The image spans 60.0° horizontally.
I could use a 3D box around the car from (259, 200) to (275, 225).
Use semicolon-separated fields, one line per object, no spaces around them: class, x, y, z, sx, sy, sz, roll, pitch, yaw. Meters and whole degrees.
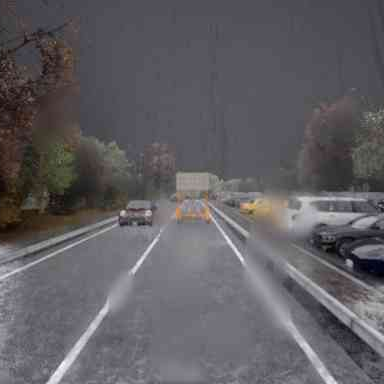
car;6.902;1.427;20.340;4.892;1.521;2.231;0;1;0

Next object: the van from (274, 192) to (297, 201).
van;20.536;0.998;72.949;4.442;1.987;1.878;0;0;0

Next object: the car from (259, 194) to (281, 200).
car;20.351;1.315;86.655;5.366;1.575;1.946;0;-1;0

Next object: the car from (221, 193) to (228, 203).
car;7.100;1.301;48.089;4.792;1.488;2.163;0;0;0

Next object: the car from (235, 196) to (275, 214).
car;6.781;1.338;28.789;5.366;1.575;1.946;0;1;0

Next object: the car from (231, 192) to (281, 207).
car;7.067;1.167;36.987;4.553;1.767;2.185;0;0;0

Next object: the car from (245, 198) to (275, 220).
car;6.733;1.394;23.117;5.366;1.575;1.946;0;1;0

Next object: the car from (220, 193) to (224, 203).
car;7.124;1.297;50.865;4.792;1.488;2.163;0;0;0

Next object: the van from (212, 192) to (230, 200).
van;7.317;1.062;84.162;4.442;1.987;1.878;0;-1;0

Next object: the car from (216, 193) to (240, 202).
car;7.262;1.115;67.522;4.553;1.767;2.185;0;0;0

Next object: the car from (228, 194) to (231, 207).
car;7.089;1.315;39.760;4.792;1.488;2.163;0;0;0

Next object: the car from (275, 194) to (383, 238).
car;6.877;1.232;14.784;5.566;2.045;2.435;0;1;0

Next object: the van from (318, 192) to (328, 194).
van;20.068;1.043;45.125;4.442;1.987;1.878;0;0;0

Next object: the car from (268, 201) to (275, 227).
car;7.057;1.451;17.562;5.366;1.575;1.946;0;1;0

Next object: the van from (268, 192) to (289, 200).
van;20.350;0.990;78.499;4.442;1.987;1.878;0;0;0

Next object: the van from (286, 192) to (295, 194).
van;20.443;1.016;61.869;4.442;1.987;1.878;0;0;0

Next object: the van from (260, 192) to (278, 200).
van;20.676;1.132;89.427;4.442;1.987;1.878;0;-1;0

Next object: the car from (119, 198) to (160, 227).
car;-3.329;1.234;21.604;2.097;1.767;4.553;0;0;0

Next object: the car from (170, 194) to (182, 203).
car;-3.060;1.105;63.416;2.097;1.767;4.553;0;0;1

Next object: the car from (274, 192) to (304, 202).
car;20.368;0.978;70.180;5.566;2.045;2.435;0;0;0

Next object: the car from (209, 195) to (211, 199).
car;7.415;0.971;78.625;5.566;2.045;2.435;0;0;0

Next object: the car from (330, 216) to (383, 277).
car;6.772;1.570;9.236;4.792;1.488;2.163;0;1;0

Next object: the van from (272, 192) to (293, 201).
van;20.558;0.994;75.594;4.442;1.987;1.878;0;0;0

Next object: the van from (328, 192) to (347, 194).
van;20.278;1.048;42.352;4.442;1.987;1.878;0;0;0

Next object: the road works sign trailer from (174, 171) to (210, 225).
road works sign trailer;0.069;0.340;22.650;2.380;3.560;2.880;0;0;3

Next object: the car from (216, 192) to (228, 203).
car;6.991;1.260;53.643;5.366;1.575;1.946;0;0;0

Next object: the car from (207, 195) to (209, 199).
car;7.533;1.448;95.261;5.008;1.535;2.097;0;-1;0

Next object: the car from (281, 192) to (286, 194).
car;20.346;1.278;64.514;4.674;1.452;2.002;0;0;0

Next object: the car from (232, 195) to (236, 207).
car;7.006;1.304;34.208;4.892;1.521;2.231;0;0;0

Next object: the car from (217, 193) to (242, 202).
car;7.239;1.119;64.746;4.553;1.767;2.185;0;0;0

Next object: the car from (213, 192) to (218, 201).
car;7.061;1.247;61.971;5.366;1.575;1.946;0;0;0

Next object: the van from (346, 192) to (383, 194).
van;20.006;1.060;36.798;4.442;1.987;1.878;0;0;0

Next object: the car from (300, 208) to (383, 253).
car;6.830;1.511;12.012;5.008;1.535;2.097;0;1;0

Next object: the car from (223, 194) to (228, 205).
car;7.077;1.306;45.313;4.792;1.488;2.163;0;0;0

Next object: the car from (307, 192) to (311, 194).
car;20.180;1.013;47.893;5.566;2.045;2.435;0;0;0

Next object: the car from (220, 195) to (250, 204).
car;7.206;1.259;56.417;4.892;1.521;2.231;0;0;0

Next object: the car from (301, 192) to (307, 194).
car;20.203;1.009;50.663;5.566;2.045;2.435;0;0;0

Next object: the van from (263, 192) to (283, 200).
van;20.395;1.052;83.890;4.442;1.987;1.878;0;-1;0

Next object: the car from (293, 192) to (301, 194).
car;20.273;1.251;56.205;5.008;1.535;2.097;0;0;0

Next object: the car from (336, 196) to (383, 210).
car;20.143;1.278;39.584;5.008;1.535;2.097;0;0;0

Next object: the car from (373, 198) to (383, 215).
car;20.098;1.341;31.407;4.792;1.488;2.163;0;0;1

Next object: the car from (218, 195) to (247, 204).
car;7.217;1.255;59.193;4.892;1.521;2.231;0;0;0

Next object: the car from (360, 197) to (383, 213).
car;20.120;1.325;34.046;4.792;1.488;2.163;0;0;0

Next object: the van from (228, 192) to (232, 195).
van;7.199;1.055;42.536;4.442;1.987;1.878;0;0;0
